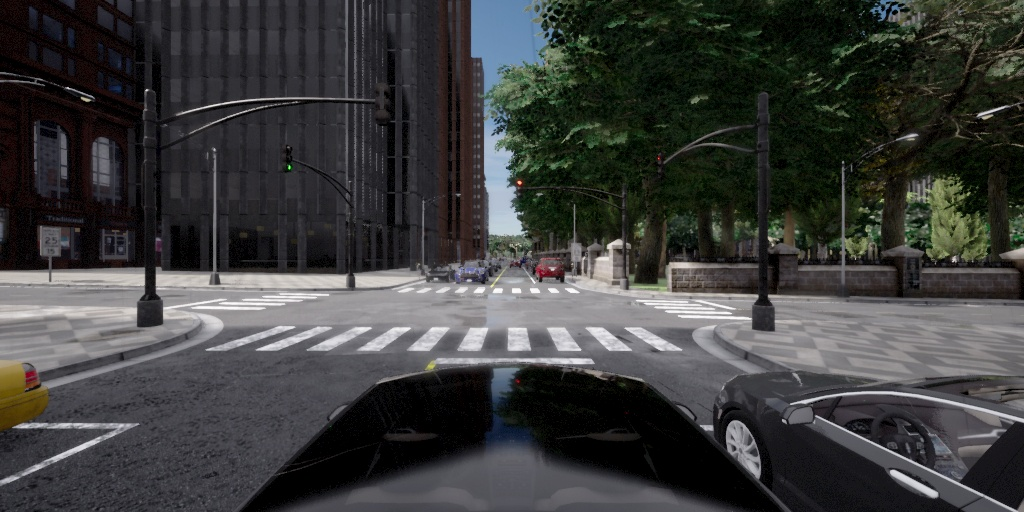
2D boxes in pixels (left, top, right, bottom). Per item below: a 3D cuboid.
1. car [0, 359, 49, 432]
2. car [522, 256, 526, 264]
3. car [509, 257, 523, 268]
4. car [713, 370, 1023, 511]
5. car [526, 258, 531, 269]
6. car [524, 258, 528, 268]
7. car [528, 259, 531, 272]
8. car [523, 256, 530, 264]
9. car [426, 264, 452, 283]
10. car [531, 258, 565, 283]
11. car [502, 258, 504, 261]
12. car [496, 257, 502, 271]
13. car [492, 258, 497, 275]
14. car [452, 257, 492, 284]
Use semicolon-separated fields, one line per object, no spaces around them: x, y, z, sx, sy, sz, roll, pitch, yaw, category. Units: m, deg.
-5.766;1.275;1.613;1.751;1.417;4.829;0;0;0;car
3.229;1.235;61.126;1.967;1.591;4.097;0;0;0;car
0.554;1.321;61.261;1.812;1.442;4.674;0;0;0;car
2.760;1.300;1.725;2.007;1.370;4.403;0;0;0;car
3.100;1.328;44.757;2.007;1.370;4.403;0;0;0;car
3.143;1.334;50.214;2.007;1.370;4.403;0;0;0;car
3.057;1.337;39.301;1.948;1.339;4.313;0;0;0;car
3.186;1.229;55.670;1.967;1.591;4.097;0;0;0;car
-5.554;1.326;28.447;1.948;1.339;4.313;0;0;0;car
2.971;1.075;28.389;2.192;1.841;5.009;0;0;0;car
-2.651;1.353;55.486;1.994;1.385;4.181;0;0;1;car
-2.751;1.269;45.449;2.128;1.511;4.902;0;0;0;car
-2.831;1.272;35.953;1.837;1.490;4.892;0;0;1;car
-2.904;1.111;26.850;2.097;1.767;4.553;0;0;0;car
